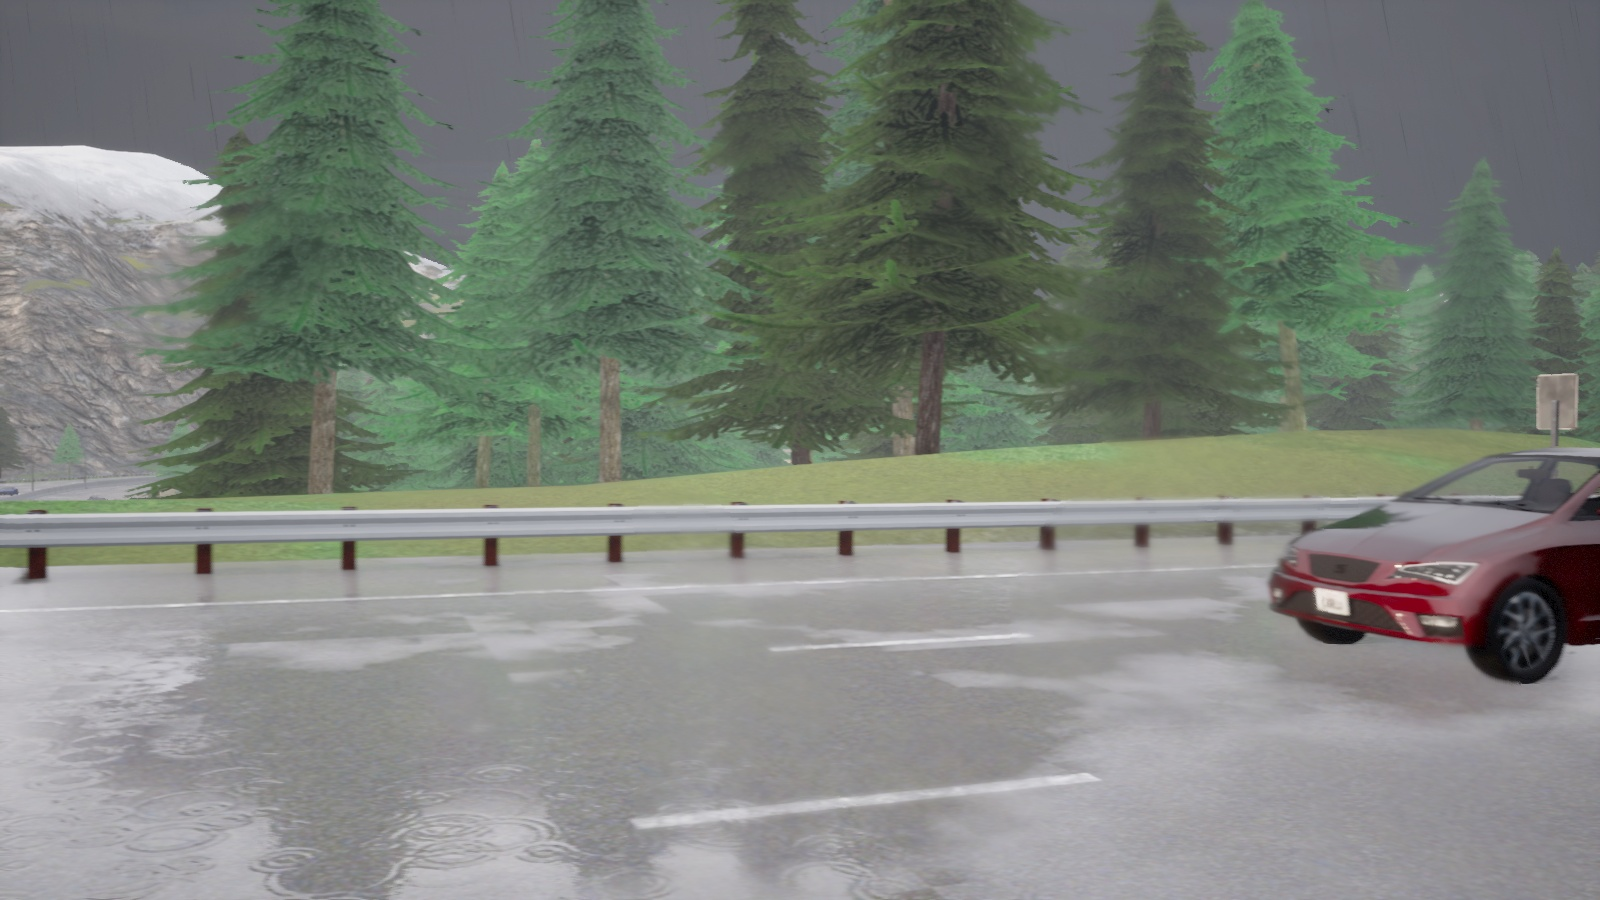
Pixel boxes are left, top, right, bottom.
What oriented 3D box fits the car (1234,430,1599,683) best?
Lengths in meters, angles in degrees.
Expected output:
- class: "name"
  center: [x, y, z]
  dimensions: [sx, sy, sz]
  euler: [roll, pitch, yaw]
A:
- class: "car"
  center: [5.454, 0.604, 9.053]
  dimensions: [4.193, 1.474, 1.816]
  euler: [-1, 1, -21]
